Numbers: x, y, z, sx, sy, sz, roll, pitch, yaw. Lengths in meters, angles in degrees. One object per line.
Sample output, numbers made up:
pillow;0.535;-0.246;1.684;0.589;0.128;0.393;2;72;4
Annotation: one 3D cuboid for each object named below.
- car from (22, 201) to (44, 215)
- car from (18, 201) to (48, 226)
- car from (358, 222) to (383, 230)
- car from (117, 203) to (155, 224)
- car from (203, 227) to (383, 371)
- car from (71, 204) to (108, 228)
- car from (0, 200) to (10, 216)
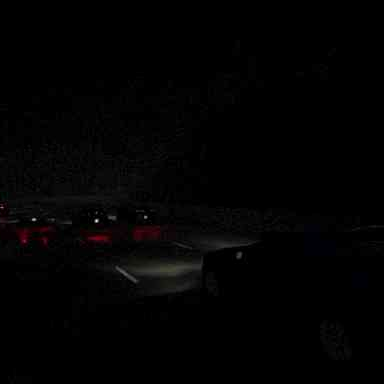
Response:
car;-18.185;1.763;38.309;2.033;1.411;5.357;0;0;-23
car;-11.854;1.665;24.811;1.812;1.442;4.674;0;0;-27
car;4.791;1.462;8.100;2.128;1.511;4.902;0;0;-28
car;-4.394;1.570;25.605;2.128;1.511;4.902;0;0;-27
car;1.988;1.469;5.911;1.882;1.535;5.008;0;0;-28
car;-7.274;1.604;23.556;1.837;1.490;4.892;0;0;-27
car;-20.653;1.582;35.214;2.097;1.767;4.553;0;0;-24
